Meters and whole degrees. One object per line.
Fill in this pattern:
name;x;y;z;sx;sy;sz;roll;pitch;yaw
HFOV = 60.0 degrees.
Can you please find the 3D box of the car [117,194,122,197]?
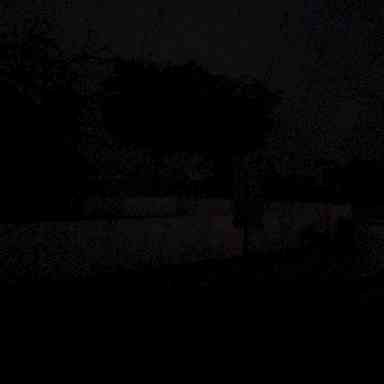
car;-11.155;1.092;52.281;2.033;1.411;5.357;2;-1;-36
